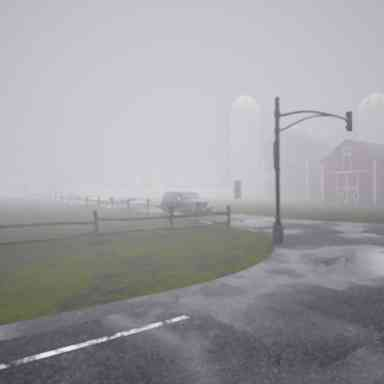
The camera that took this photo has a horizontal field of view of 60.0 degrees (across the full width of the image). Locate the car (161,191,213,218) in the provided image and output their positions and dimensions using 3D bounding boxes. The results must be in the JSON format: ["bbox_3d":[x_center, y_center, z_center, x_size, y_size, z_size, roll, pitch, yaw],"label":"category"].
[{"bbox_3d":[-0.565,0.962,27.651,2.150,2.045,5.566,-1,1,-34],"label":"car"}]

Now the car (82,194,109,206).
[{"bbox_3d":[-12.644,1.024,44.367,1.882,1.535,5.008,-1,1,-35],"label":"car"}]

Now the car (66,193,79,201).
[{"bbox_3d":[-22.284,0.856,62.779,2.033,1.411,5.357,-1,1,-36],"label":"car"}]

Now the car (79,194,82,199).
[{"bbox_3d":[-16.431,0.973,54.630,1.994,1.385,4.181,-1,1,-35],"label":"car"}]

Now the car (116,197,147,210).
[{"bbox_3d":[-6.397,1.249,35.695,1.895,1.301,4.718,-1,1,-36],"label":"car"}]
